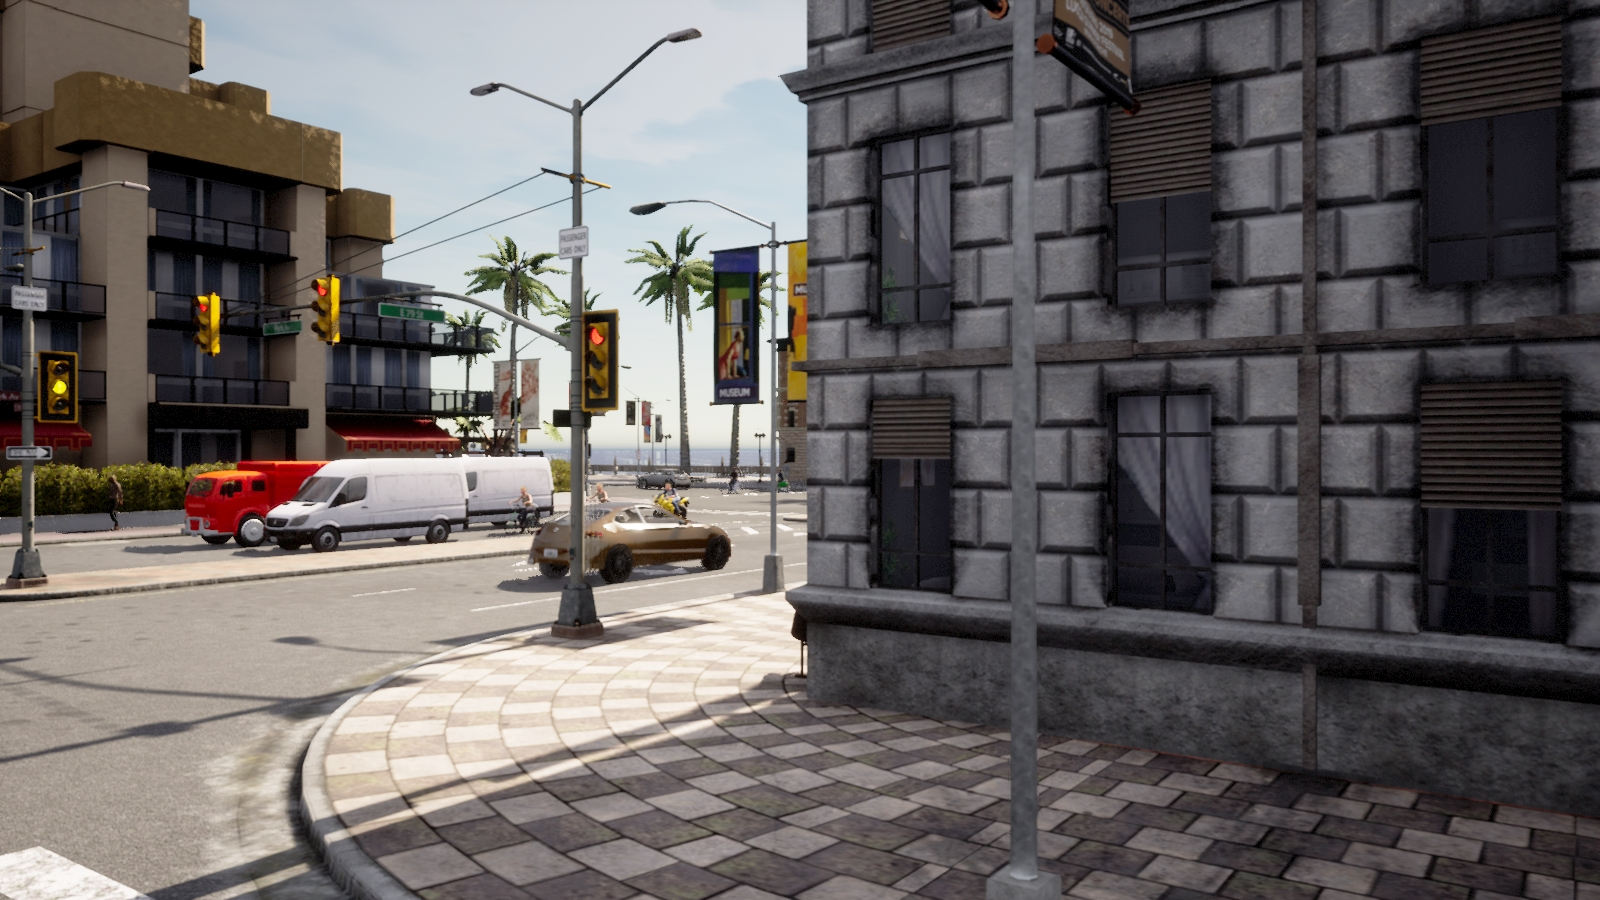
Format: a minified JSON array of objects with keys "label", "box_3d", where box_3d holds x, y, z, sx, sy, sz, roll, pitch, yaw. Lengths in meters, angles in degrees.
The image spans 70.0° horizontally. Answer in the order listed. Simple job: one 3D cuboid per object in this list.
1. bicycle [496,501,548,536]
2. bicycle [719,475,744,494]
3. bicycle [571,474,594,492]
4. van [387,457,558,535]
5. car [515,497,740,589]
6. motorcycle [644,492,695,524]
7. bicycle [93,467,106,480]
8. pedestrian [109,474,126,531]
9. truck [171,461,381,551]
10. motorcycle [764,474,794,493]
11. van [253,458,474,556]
[{"label":"bicycle","box_3d":[-9.262,2.266,38.050,0.859,1.080,1.487,0,0,35]},{"label":"bicycle","box_3d":[-4.425,2.226,73.827,1.835,1.171,0.329,0,0,35]},{"label":"bicycle","box_3d":[-14.659,2.229,76.832,1.835,1.171,0.329,0,0,35]},{"label":"van","box_3d":[-11.564,1.546,40.777,1.988,2.561,5.915,0,0,35]},{"label":"car","box_3d":[-3.758,1.998,25.827,2.152,1.651,5.027,0,0,35]},{"label":"motorcycle","box_3d":[-5.015,2.223,44.091,0.803,1.145,2.033,0,0,35]},{"label":"bicycle","box_3d":[-66.780,2.250,108.932,1.835,1.171,0.329,0,0,36]},{"label":"pedestrian","box_3d":[-22.424,1.710,37.532,0.375,1.860,0.375,0,0,35]},{"label":"truck","box_3d":[-15.822,1.579,34.773,2.627,2.467,5.204,0,0,35]},{"label":"motorcycle","box_3d":[-1.382,2.197,75.922,1.805,1.236,0.856,0,0,35]},{"label":"van","box_3d":[-12.559,1.545,33.317,1.988,2.561,5.915,0,0,35]}]
